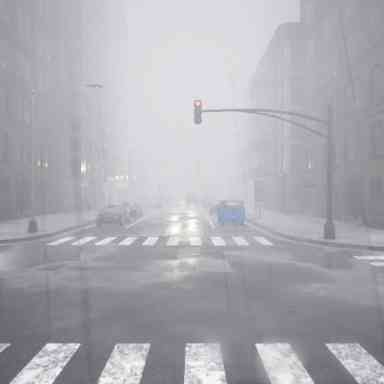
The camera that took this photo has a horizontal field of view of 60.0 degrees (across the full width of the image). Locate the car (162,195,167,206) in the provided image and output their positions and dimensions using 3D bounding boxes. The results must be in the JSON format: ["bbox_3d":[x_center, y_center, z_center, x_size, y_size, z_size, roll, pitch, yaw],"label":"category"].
[{"bbox_3d":[-5.375,1.556,51.549,1.947,1.339,4.313,0,0,0],"label":"car"}]

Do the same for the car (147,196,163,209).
[{"bbox_3d":[-5.377,1.519,45.697,1.752,1.417,4.829,0,0,0],"label":"car"}]

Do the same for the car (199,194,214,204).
[{"bbox_3d":[2.650,1.305,51.553,2.192,1.841,5.009,0,0,0],"label":"car"}]

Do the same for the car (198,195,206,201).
[{"bbox_3d":[2.658,1.530,85.640,1.947,1.339,4.313,0,0,0],"label":"car"}]

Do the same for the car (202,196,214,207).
[{"bbox_3d":[2.648,1.576,45.871,1.802,1.307,4.206,0,0,0],"label":"car"}]

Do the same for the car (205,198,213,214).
[{"bbox_3d":[2.645,1.580,34.508,1.802,1.307,4.206,0,0,0],"label":"car"}]

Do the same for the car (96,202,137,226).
[{"bbox_3d":[-5.383,1.549,23.139,2.008,1.369,4.403,0,0,0],"label":"car"}]

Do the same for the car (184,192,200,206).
[{"bbox_3d":[0.117,1.208,56.463,2.150,2.045,5.566,0,0,0],"label":"car"}]

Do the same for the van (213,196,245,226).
[{"bbox_3d":[2.642,1.340,23.146,1.690,1.788,3.998,0,0,0],"label":"van"}]

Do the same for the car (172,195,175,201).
[{"bbox_3d":[-5.371,1.292,68.594,2.192,1.841,5.009,0,0,0],"label":"car"}]

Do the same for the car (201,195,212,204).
[{"bbox_3d":[2.652,1.422,62.915,1.967,1.590,4.097,0,0,0],"label":"car"}]

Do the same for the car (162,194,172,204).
[{"bbox_3d":[-5.373,1.547,62.912,1.947,1.339,4.313,0,0,0],"label":"car"}]

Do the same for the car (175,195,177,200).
[{"bbox_3d":[-5.369,1.409,79.958,1.967,1.590,4.097,0,0,0],"label":"car"}]

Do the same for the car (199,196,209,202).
[{"bbox_3d":[2.655,1.524,74.278,2.008,1.369,4.403,0,0,0],"label":"car"}]

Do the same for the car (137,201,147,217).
[{"bbox_3d":[-5.381,1.543,28.821,1.887,1.381,4.507,0,0,0],"label":"car"}]
